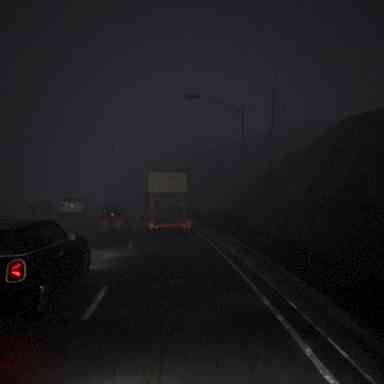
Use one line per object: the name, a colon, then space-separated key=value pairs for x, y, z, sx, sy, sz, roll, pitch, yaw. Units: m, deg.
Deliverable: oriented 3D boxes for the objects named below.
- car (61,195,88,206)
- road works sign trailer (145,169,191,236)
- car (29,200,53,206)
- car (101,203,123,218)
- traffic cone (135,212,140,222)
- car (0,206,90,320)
car: x=-11.407 y=1.315 z=32.381 sx=2.150 sy=2.045 sz=5.566 roll=0 pitch=0 yaw=-15
road works sign trailer: x=-1.384 y=0.508 z=18.934 sx=2.380 sy=3.560 sz=2.880 roll=0 pitch=0 yaw=-11
car: x=-15.776 y=1.585 z=34.849 sx=1.882 sy=1.535 sz=5.008 roll=0 pitch=0 yaw=-16
car: x=-7.544 y=1.684 z=31.393 sx=1.895 sy=1.301 sz=4.718 roll=0 pitch=0 yaw=-14
traffic cone: x=-4.132 y=2.019 z=25.537 sx=0.340 sy=0.580 sz=0.340 roll=0 pitch=0 yaw=-11
car: x=-3.802 y=1.376 z=7.498 sx=2.097 sy=1.767 sz=4.553 roll=0 pitch=0 yaw=-3
